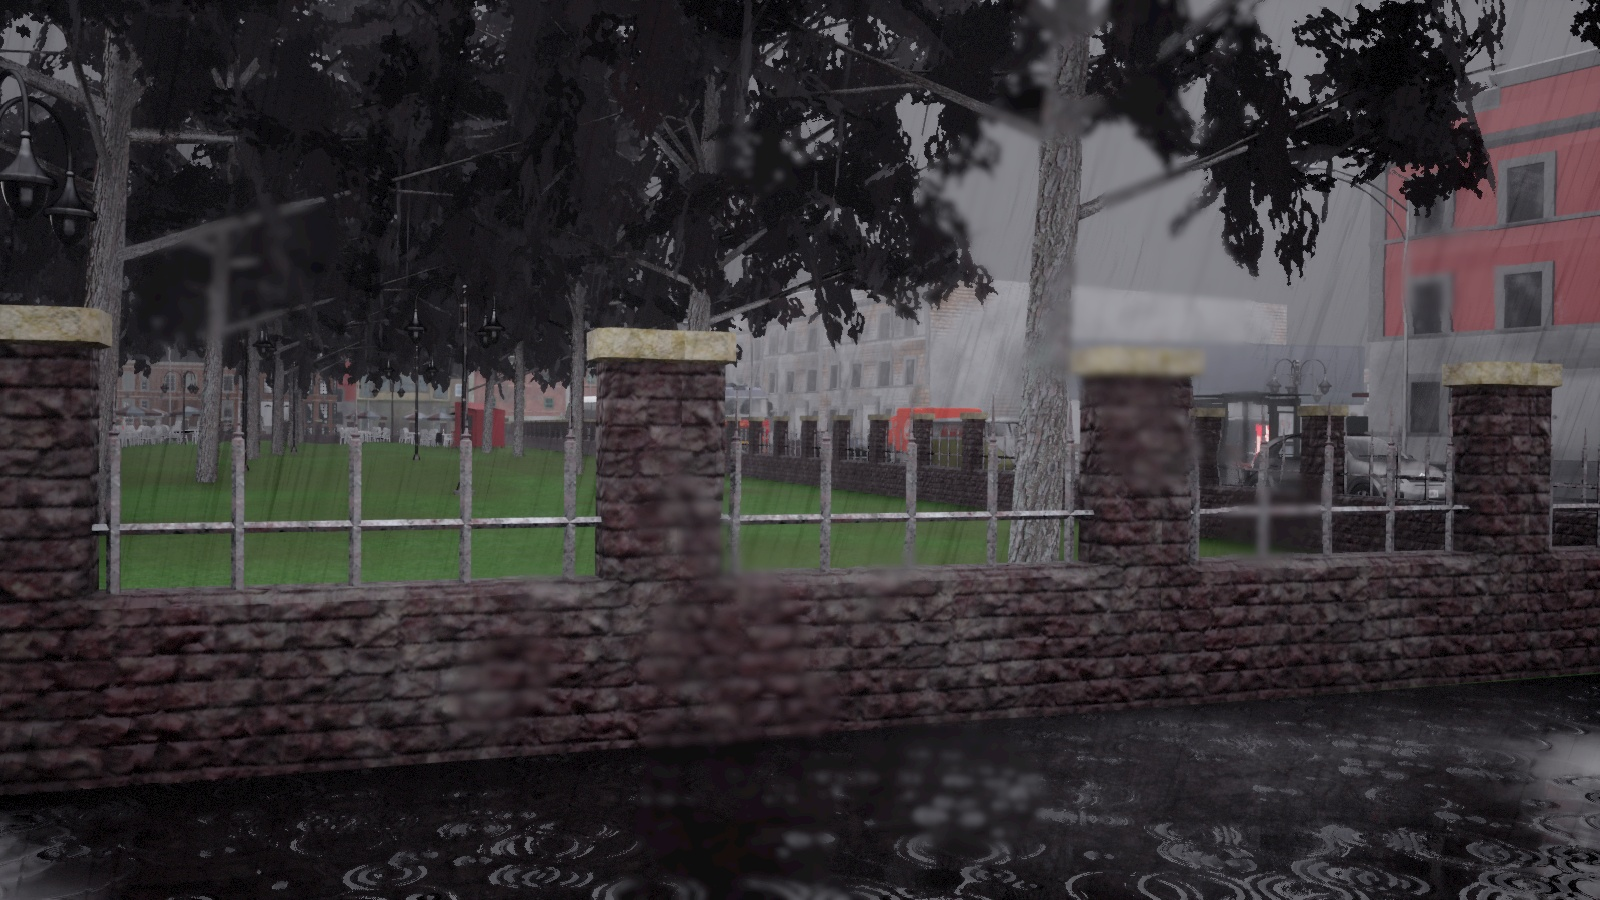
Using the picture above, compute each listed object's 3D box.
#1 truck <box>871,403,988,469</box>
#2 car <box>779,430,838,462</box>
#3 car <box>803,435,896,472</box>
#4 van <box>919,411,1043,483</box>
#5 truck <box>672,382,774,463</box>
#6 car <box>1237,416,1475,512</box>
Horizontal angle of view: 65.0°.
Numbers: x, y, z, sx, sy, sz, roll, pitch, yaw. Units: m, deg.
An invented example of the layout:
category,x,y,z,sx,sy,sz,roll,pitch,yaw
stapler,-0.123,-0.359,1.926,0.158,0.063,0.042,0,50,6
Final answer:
category,x,y,z,sx,sy,sz,roll,pitch,yaw
truck,5.075,-0.558,50.069,2.627,2.467,5.204,-1,1,-20
car,0.407,-0.221,63.209,1.845,1.501,3.633,-1,1,-20
car,1.790,0.108,47.396,1.895,1.301,4.718,-1,1,-20
van,5.323,-0.116,37.445,1.775,1.987,4.442,-1,1,-20
truck,-4.030,-1.359,63.687,2.891,3.827,8.468,-1,1,-20
car,10.278,0.202,23.553,1.851,1.617,3.988,-1,1,-19
